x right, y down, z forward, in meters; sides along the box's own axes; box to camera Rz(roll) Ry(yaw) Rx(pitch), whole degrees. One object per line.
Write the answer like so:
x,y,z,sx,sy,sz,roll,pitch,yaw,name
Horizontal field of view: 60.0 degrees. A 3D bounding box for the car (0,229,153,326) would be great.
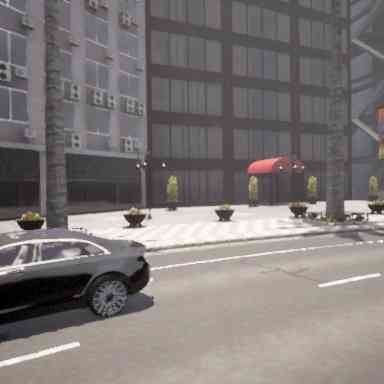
-3.094,1.468,5.795,4.902,1.511,2.128,-1,1,-33,car
